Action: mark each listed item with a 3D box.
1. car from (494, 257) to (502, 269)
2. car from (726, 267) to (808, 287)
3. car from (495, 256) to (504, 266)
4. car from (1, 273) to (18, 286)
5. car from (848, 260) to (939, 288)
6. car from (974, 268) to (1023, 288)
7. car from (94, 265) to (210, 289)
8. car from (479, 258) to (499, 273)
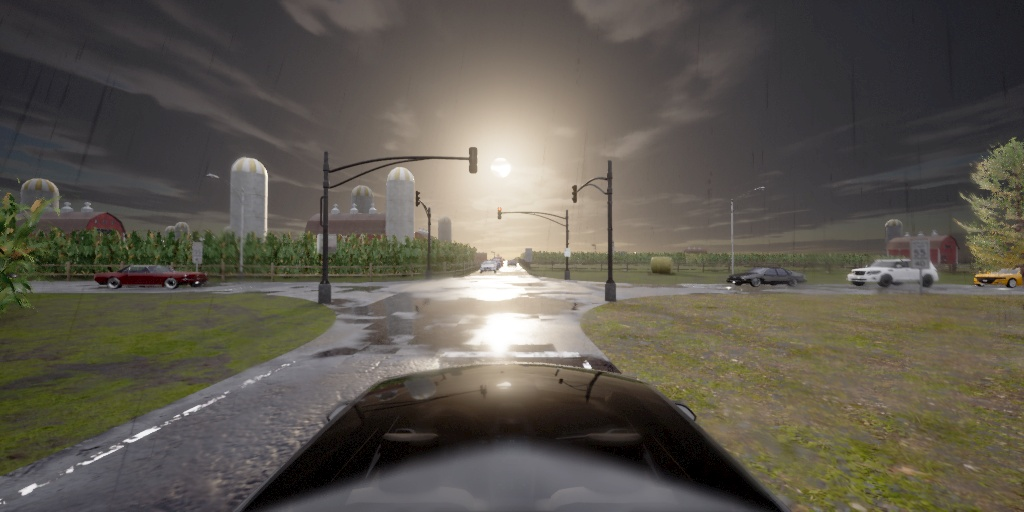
[{"bbox_3d":[-2.872,1.325,52.524,1.812,1.442,4.674,0,0,0],"label":"car"},{"bbox_3d":[18.675,1.525,26.296,5.357,1.411,2.033,1,-1,-8],"label":"car"},{"bbox_3d":[-2.891,1.295,62.545,1.882,1.535,5.008,0,0,0],"label":"car"},{"bbox_3d":[-30.607,1.024,19.463,5.357,1.411,2.033,0,-1,-3],"label":"car"},{"bbox_3d":[28.660,1.291,27.005,5.566,2.045,2.150,1,-1,-4],"label":"car"},{"bbox_3d":[38.842,1.645,27.759,5.008,1.535,1.882,1,-1,-5],"label":"car"},{"bbox_3d":[-19.936,1.163,20.073,4.718,1.301,1.895,0,-1,-4],"label":"car"},{"bbox_3d":[-2.818,1.312,43.367,1.812,1.442,4.674,0,0,-1],"label":"car"}]
